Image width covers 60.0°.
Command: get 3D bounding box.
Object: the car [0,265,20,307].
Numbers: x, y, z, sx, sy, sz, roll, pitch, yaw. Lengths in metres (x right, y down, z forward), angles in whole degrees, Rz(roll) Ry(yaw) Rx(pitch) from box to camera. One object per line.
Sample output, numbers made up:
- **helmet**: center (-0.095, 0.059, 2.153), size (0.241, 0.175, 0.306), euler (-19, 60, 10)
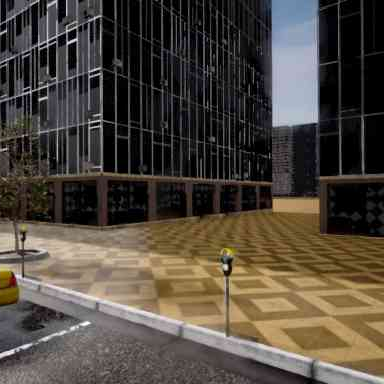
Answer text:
- **car**: center (-5.334, 1.528, 6.663), size (4.829, 1.417, 1.752), euler (0, 0, 35)
